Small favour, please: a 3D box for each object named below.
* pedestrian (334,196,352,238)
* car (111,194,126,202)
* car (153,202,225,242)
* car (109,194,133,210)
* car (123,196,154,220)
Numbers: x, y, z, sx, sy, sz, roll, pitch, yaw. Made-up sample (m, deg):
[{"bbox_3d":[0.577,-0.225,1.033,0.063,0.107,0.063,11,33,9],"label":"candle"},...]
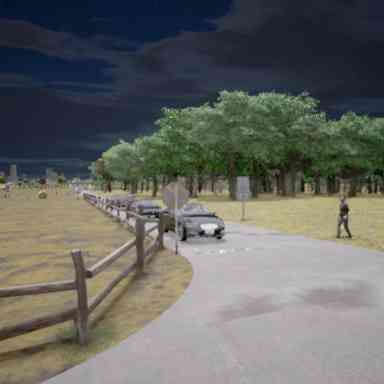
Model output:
[{"bbox_3d":[6.390,1.036,13.995,0.375,1.860,0.375,0,0,-20],"label":"pedestrian"},{"bbox_3d":[-13.564,1.066,60.821,2.033,1.411,5.357,0,1,-19],"label":"car"},{"bbox_3d":[-0.092,1.269,15.290,2.128,1.511,4.902,0,0,-19],"label":"car"},{"bbox_3d":[-8.387,1.172,38.137,1.837,1.490,4.892,0,0,-20],"label":"car"},{"bbox_3d":[-3.503,1.279,24.733,2.033,1.411,5.357,0,0,-20],"label":"car"}]
